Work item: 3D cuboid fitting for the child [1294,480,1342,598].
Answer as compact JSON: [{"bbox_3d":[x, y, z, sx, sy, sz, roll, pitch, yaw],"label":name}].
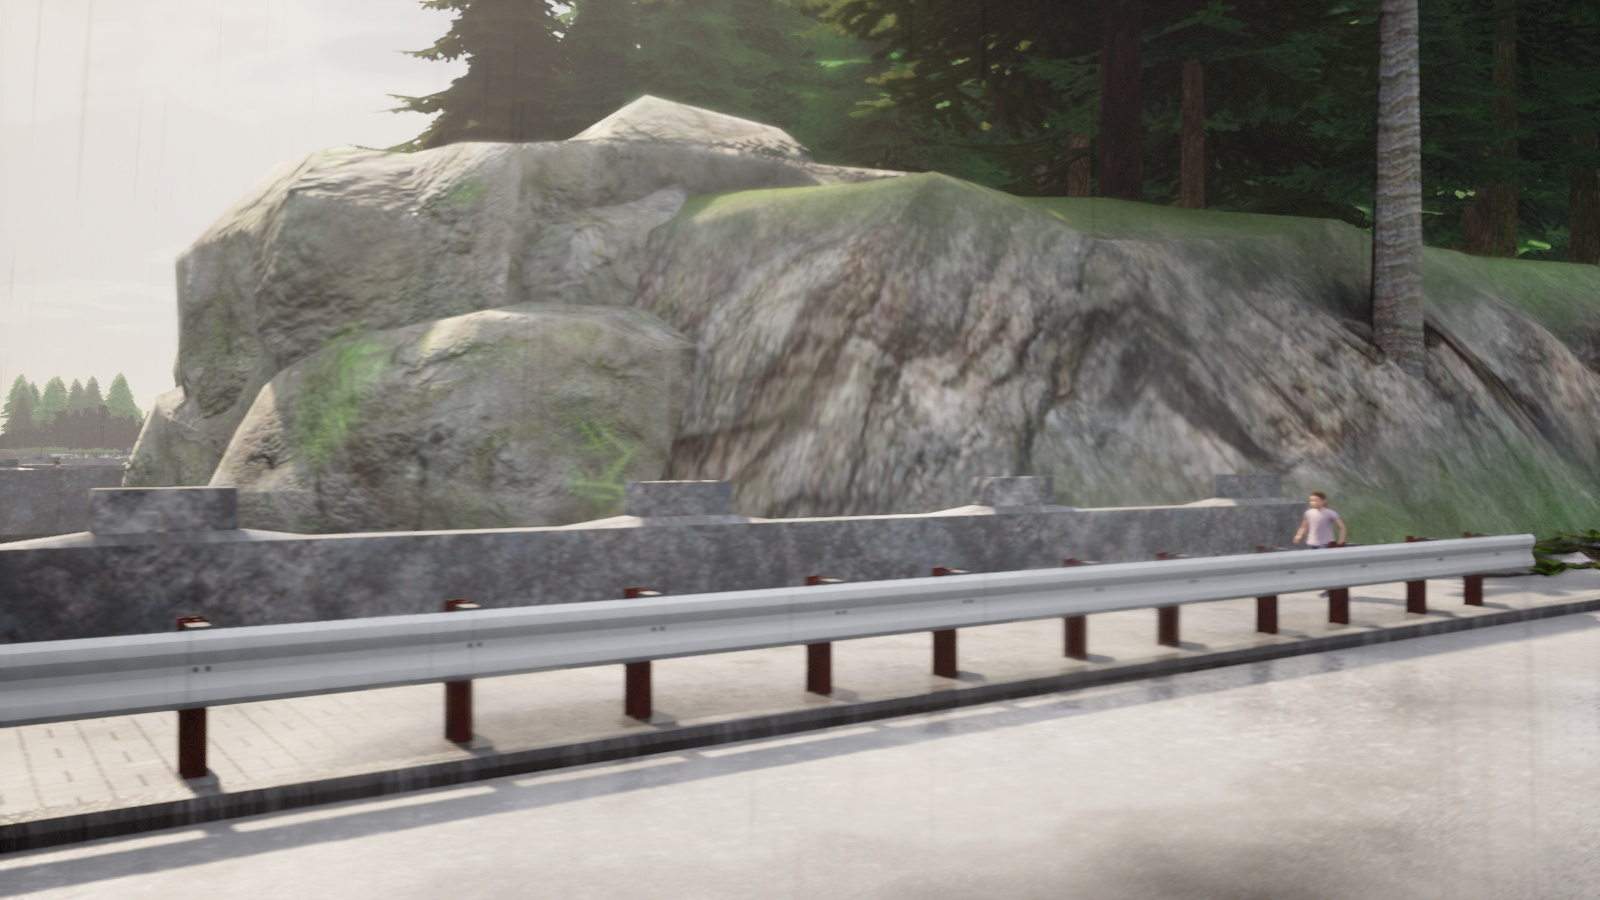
[{"bbox_3d":[5.011,0.854,12.144,0.394,1.110,0.255,0,0,-34],"label":"child"}]
